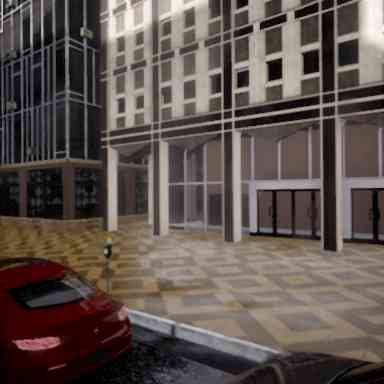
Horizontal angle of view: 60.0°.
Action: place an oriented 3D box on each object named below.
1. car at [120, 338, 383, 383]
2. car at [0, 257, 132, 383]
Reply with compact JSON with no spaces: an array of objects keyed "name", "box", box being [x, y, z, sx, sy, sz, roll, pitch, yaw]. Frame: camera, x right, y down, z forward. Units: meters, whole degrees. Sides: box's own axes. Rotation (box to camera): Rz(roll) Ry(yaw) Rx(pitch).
[{"name":"car","box":[1.912,1.559,1.511,4.313,1.339,1.947,-1,0,35]},{"name":"car","box":[-2.689,1.627,4.789,4.206,1.307,1.802,-1,0,35]}]
